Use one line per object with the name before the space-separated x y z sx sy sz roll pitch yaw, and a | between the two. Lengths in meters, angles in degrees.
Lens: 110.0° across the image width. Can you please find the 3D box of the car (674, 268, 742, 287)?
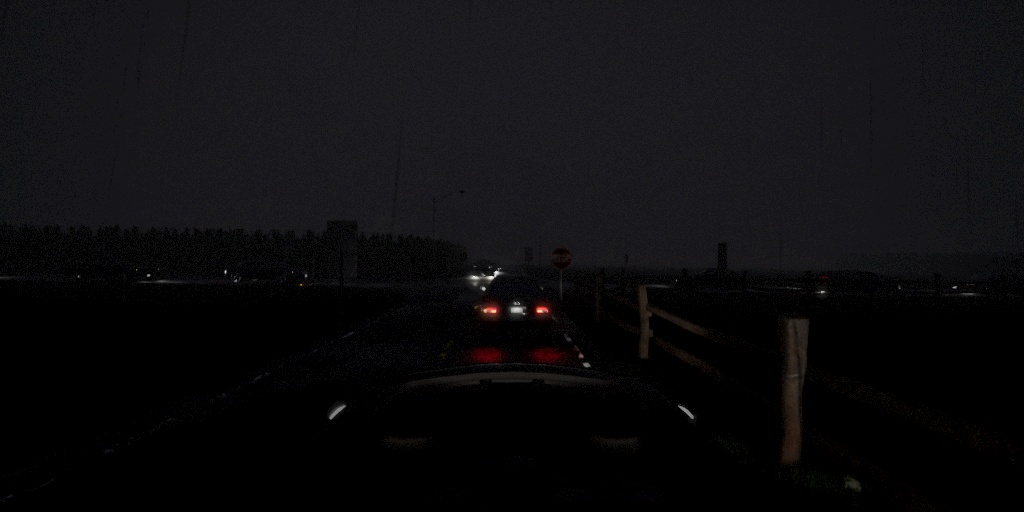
car | 14.378 1.568 26.261 4.674 1.442 1.812 1 0 0

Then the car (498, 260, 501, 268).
car | -2.935 1.344 49.124 1.895 1.301 4.718 0 0 0

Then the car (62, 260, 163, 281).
car | -25.611 0.905 23.113 4.718 1.301 1.895 1 0 0

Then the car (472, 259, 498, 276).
car | -2.909 1.097 37.245 2.097 1.767 4.553 0 0 0

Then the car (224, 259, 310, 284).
car | -15.702 0.971 23.125 4.902 1.511 2.128 1 0 1

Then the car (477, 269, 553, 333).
car | 0.045 1.296 10.761 2.033 1.411 5.357 0 0 -1

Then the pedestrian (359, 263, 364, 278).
pedestrian | -12.229 1.162 29.155 0.375 1.300 0.375 0 -2 0

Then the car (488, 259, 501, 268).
car | -2.913 1.289 61.317 2.033 1.411 5.357 0 0 0

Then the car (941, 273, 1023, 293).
car | 35.175 1.963 26.360 5.357 1.411 2.033 1 0 0

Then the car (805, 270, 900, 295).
car | 22.286 1.650 23.366 4.902 1.511 2.128 1 0 0
